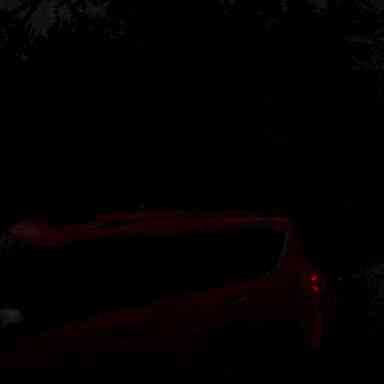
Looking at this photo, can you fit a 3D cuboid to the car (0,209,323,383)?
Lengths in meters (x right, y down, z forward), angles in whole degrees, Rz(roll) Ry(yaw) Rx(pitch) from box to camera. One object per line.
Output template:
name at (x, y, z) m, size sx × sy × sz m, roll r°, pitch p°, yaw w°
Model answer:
car at (-1.026, 1.230, 3.262) m, size 5.566 × 2.045 × 2.150 m, roll 1°, pitch 0°, yaw -36°
